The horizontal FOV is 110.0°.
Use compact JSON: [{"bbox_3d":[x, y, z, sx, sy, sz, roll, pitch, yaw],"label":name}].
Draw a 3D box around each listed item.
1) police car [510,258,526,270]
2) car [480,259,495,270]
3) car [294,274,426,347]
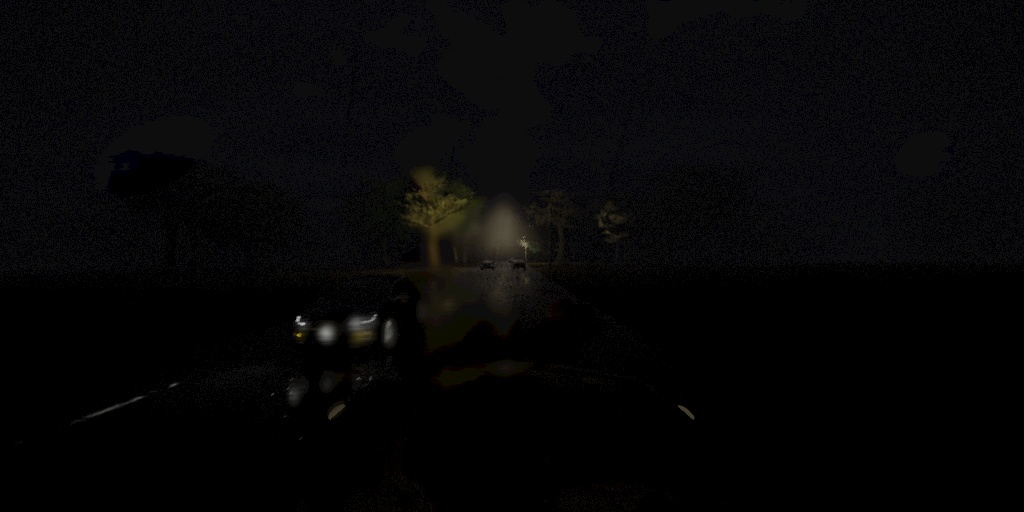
[{"bbox_3d":[1.054,1.192,53.709,1.930,1.638,5.238,0,0,0],"label":"police car"},{"bbox_3d":[-3.538,1.244,52.341,1.882,1.535,5.008,0,0,1],"label":"car"},{"bbox_3d":[-3.593,1.258,9.369,1.837,1.490,4.892,0,0,0],"label":"car"}]
